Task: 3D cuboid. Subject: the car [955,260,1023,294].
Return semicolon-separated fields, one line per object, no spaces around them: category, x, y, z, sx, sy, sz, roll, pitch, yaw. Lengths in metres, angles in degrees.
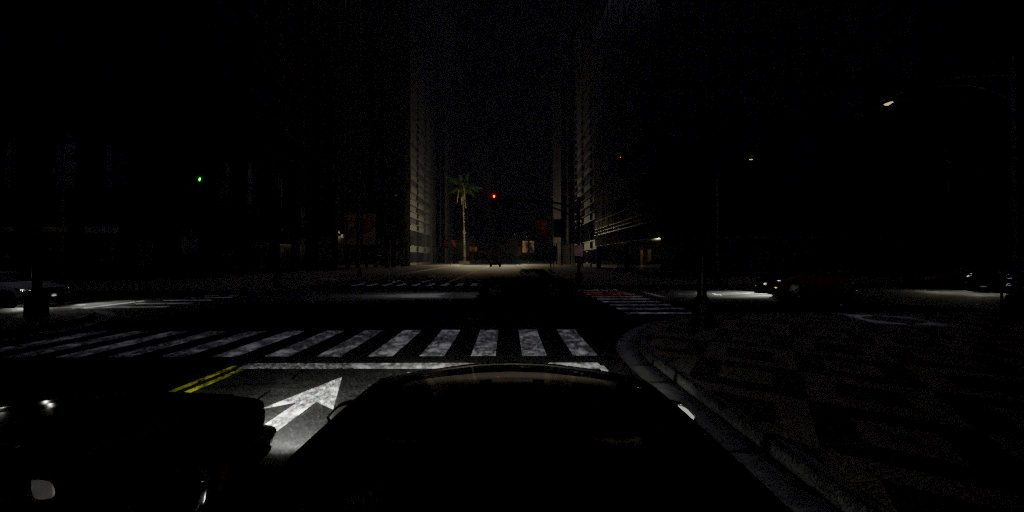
car;27.146;1.019;18.996;4.553;1.767;2.097;0;0;-1

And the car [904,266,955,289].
car;26.424;1.274;21.739;4.207;1.307;1.802;0;0;-1

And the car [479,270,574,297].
car;0.679;1.360;18.502;4.718;1.301;1.895;0;0;-1

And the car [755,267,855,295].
car;15.230;1.271;18.788;4.181;1.385;1.994;0;0;-1

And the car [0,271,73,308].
car;-21.380;1.353;14.950;4.674;1.442;1.812;0;0;1

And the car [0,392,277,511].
car;-3.176;1.297;0.730;2.033;1.411;5.357;0;0;4
